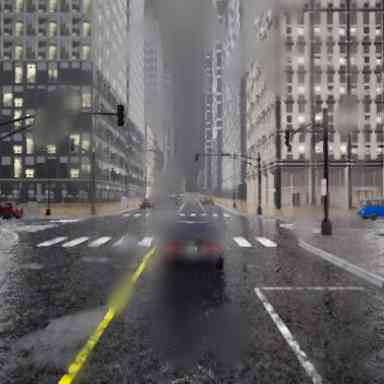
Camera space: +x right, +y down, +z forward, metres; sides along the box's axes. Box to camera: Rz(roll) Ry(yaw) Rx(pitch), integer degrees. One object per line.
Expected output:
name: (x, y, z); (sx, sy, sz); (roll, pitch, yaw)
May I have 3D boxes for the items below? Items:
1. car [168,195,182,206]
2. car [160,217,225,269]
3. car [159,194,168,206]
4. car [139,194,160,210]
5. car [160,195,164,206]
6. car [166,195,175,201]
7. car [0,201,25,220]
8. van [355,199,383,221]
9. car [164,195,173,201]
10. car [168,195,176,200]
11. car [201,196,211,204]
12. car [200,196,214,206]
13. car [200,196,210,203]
car: (-3.073, 1.533, 54.883); (1.812, 1.442, 4.674); (0, 0, 0)
car: (0.033, 1.549, 11.086); (2.033, 1.411, 5.357); (0, 0, 0)
car: (-5.673, 1.322, 54.576); (2.192, 1.841, 5.009); (1, 0, 0)
car: (-5.675, 1.446, 43.426); (1.967, 1.590, 4.097); (1, 0, 0)
car: (-5.678, 1.588, 49.001); (1.802, 1.307, 4.206); (1, 0, 0)
car: (-5.679, 1.564, 88.027); (2.008, 1.369, 4.403); (1, 0, 0)
car: (-16.492, 1.501, 28.005); (4.097, 1.590, 1.967); (0, -1, 0)
van: (15.983, 1.457, 27.935); (3.998, 1.788, 1.690); (0, -1, 0)
car: (-5.679, 1.557, 82.452); (1.887, 1.381, 4.507); (1, 0, 0)
car: (-5.679, 1.559, 93.602); (1.887, 1.381, 4.507); (1, 0, 0)
car: (2.703, 1.535, 65.964); (1.752, 1.417, 4.829); (1, 0, 0)
car: (2.701, 1.589, 54.638); (1.802, 1.307, 4.206); (1, 0, 0)
car: (2.701, 1.576, 71.371); (1.947, 1.339, 4.313); (1, 0, 0)
